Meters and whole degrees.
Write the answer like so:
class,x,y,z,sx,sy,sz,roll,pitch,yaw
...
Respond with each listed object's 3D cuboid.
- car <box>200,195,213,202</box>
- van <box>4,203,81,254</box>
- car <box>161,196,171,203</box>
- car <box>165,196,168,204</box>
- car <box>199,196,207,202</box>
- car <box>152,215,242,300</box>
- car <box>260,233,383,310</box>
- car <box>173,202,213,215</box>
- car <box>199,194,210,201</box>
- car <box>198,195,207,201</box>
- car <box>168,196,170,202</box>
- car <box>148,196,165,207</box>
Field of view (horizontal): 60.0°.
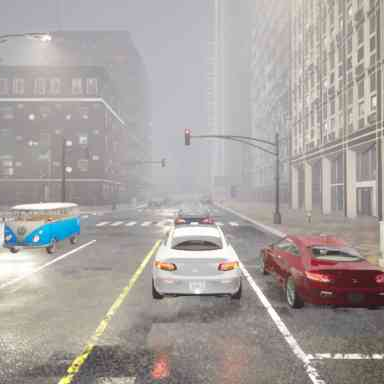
class,x,y,z,sx,sy,sz,roll,pitch,yaw
car,2.683,1.595,56.793,1.802,1.307,4.206,1,0,0
van,-5.766,1.345,13.217,1.690,1.788,3.998,1,0,0
car,-5.702,1.598,73.752,1.802,1.307,4.206,1,0,0
car,-5.696,1.564,56.788,2.008,1.369,4.403,1,0,0
car,2.676,1.599,79.412,1.802,1.307,4.206,1,0,0
car,0.102,1.528,8.298,1.812,1.442,4.674,0,0,0
car,2.699,1.584,7.536,1.802,1.307,4.206,1,0,0
car,0.071,1.509,17.410,2.163,1.488,4.792,0,0,-1
car,2.686,1.330,62.448,2.192,1.841,5.009,1,0,0
car,2.675,1.569,85.066,2.008,1.369,4.403,1,0,0
car,-5.698,1.580,62.443,1.947,1.339,4.313,1,0,0
car,-5.694,1.563,51.133,2.008,1.369,4.403,1,0,0
